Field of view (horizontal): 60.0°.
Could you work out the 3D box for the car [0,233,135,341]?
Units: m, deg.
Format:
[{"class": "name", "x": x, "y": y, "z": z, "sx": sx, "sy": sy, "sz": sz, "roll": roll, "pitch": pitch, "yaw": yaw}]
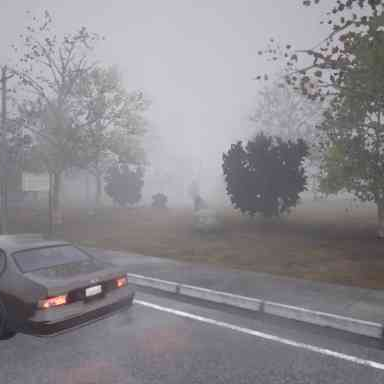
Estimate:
[{"class": "car", "x": -3.543, "y": 1.547, "z": 6.511, "sx": 5.357, "sy": 1.411, "sz": 2.033, "roll": 0, "pitch": 0, "yaw": 35}]
